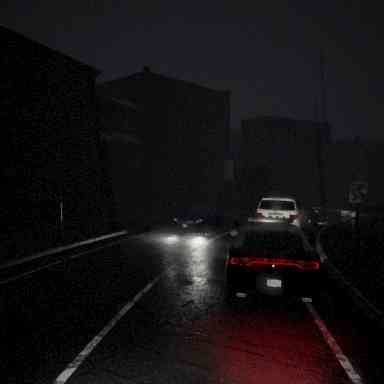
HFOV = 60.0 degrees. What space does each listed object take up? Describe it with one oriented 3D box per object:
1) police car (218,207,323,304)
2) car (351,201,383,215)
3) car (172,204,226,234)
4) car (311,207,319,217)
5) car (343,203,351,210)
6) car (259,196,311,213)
[{"bbox_3d":[1.984,1.426,8.466,1.930,1.638,5.238,1,0,11],"label":"police car"},{"bbox_3d":[21.301,1.840,39.014,5.008,1.535,1.882,2,3,-33],"label":"car"},{"bbox_3d":[0.558,1.420,18.873,1.812,1.442,4.674,2,1,23],"label":"car"},{"bbox_3d":[7.277,1.576,22.495,1.837,1.490,4.892,3,1,30],"label":"car"},{"bbox_3d":[21.754,1.713,43.339,4.674,1.442,1.812,1,3,-32],"label":"car"},{"bbox_3d":[4.780,1.254,17.416,2.150,2.045,5.566,2,0,23],"label":"car"}]
